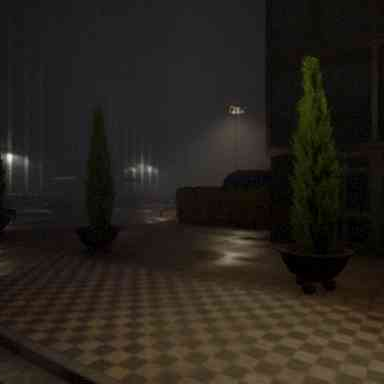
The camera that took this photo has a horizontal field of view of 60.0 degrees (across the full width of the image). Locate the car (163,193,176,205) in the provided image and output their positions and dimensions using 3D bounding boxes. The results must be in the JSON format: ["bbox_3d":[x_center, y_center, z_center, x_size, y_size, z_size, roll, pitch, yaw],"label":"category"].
[{"bbox_3d":[-2.977,1.209,60.894,2.150,2.045,5.566,0,0,35],"label":"car"}]

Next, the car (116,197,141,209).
[{"bbox_3d":[-9.237,1.497,45.967,1.837,1.490,4.892,0,0,35],"label":"car"}]

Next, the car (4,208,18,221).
[{"bbox_3d":[-15.537,1.471,24.526,1.882,1.535,5.008,-1,0,33],"label":"car"}]

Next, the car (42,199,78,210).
[{"bbox_3d":[-16.499,1.555,41.685,1.994,1.385,4.181,0,0,35],"label":"car"}]
